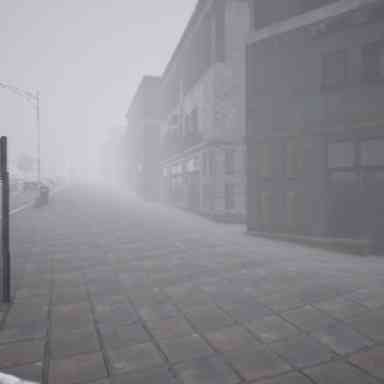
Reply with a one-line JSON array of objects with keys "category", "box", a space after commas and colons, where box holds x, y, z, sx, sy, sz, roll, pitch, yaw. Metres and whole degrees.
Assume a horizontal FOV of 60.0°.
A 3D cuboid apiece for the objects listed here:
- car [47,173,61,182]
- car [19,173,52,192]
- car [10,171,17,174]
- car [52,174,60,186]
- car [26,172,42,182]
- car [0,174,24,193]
[{"category": "car", "box": [-22.681, -2.331, 54.702, 1.895, 1.301, 4.718, -1, 5, -20]}, {"category": "car", "box": [-16.550, -0.868, 35.455, 1.882, 1.535, 5.008, -1, 5, -16]}, {"category": "car", "box": [-22.354, -1.647, 44.257, 1.882, 1.535, 5.008, -1, 5, -18]}, {"category": "car", "box": [-19.479, -1.655, 45.113, 2.128, 1.511, 4.902, -1, 5, -18]}, {"category": "car", "box": [-25.643, -2.408, 54.074, 1.812, 1.442, 4.674, -1, 5, -20]}, {"category": "car", "box": [-19.356, -0.804, 34.348, 2.128, 1.511, 4.902, 0, 5, -15]}]
